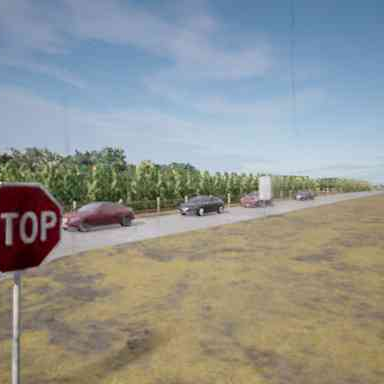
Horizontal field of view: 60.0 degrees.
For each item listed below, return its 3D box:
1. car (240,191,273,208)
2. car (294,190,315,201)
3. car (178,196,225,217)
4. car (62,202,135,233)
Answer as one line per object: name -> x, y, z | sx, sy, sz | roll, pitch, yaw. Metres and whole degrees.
car -> 6.903, 0.715, 35.400 | 2.097, 1.767, 4.553 | 1, 2, 35
car -> 16.337, 0.500, 48.285 | 2.128, 1.511, 4.902 | 1, 2, 36
car -> 0.866, 1.098, 27.068 | 1.837, 1.490, 4.892 | 1, 2, 36
car -> -5.260, 1.314, 18.601 | 1.812, 1.442, 4.674 | 1, 1, 36
